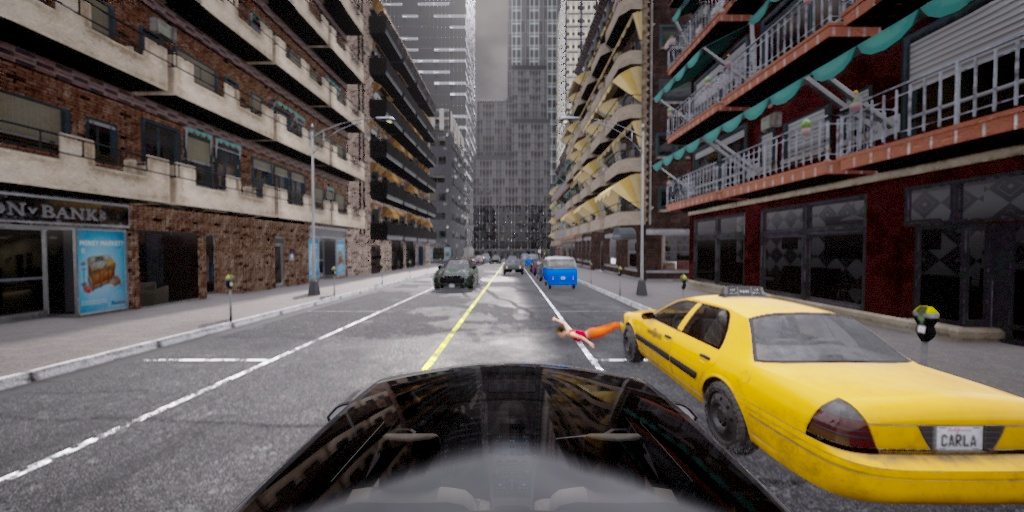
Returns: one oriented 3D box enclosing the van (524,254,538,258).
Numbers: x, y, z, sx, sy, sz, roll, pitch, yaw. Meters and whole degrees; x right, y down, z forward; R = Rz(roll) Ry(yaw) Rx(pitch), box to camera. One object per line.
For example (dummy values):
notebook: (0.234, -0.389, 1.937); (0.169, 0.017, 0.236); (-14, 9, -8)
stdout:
van: (2.737, 0.651, 48.792); (1.690, 1.789, 3.998); (0, 0, 0)

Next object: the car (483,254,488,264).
car: (-5.632, 0.647, 60.033); (1.967, 1.591, 4.097); (0, 0, 0)

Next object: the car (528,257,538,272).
car: (2.720, 1.011, 31.987); (1.888, 1.381, 4.507); (0, 0, 0)

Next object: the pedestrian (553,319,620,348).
pedestrian: (1.864, 1.748, 8.065); (1.860, 0.375, 0.375); (0, 46, -2)

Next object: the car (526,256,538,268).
car: (2.726, 0.979, 37.588); (1.948, 1.339, 4.313); (0, 0, 0)

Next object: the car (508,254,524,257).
car: (0.133, 0.678, 47.197); (2.097, 1.767, 4.553); (0, 1, 0)

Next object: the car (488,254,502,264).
car: (-2.936, 0.589, 63.880); (2.097, 1.767, 4.553); (0, 1, 0)

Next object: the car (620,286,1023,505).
car: (3.003, 1.175, 4.970); (1.801, 1.575, 5.366); (0, 1, 0)

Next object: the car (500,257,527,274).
car: (0.121, 1.044, 34.444); (1.895, 1.301, 4.718); (0, 1, 0)

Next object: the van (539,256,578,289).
van: (2.709, 0.911, 20.784); (1.690, 1.789, 3.998); (0, 0, 0)

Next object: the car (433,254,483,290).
car: (-3.078, 0.924, 20.593); (2.097, 1.767, 4.553); (0, 1, 0)

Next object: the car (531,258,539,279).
car: (2.715, 1.069, 26.385); (2.007, 1.370, 4.403); (0, 0, 0)
